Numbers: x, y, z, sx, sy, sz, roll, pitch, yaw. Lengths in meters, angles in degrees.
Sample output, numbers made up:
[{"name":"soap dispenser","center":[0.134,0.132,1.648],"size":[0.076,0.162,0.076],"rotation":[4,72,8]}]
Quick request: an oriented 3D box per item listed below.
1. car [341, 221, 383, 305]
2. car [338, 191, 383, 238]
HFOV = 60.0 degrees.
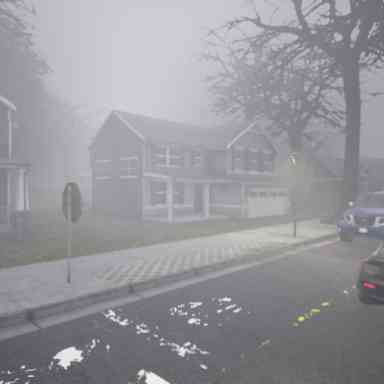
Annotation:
[{"name":"car","center":[4.895,1.435,6.754],"size":[1.812,1.442,4.674],"rotation":[1,1,45]},{"name":"car","center":[8.214,1.002,14.136],"size":[2.150,2.045,5.566],"rotation":[1,2,45]}]
